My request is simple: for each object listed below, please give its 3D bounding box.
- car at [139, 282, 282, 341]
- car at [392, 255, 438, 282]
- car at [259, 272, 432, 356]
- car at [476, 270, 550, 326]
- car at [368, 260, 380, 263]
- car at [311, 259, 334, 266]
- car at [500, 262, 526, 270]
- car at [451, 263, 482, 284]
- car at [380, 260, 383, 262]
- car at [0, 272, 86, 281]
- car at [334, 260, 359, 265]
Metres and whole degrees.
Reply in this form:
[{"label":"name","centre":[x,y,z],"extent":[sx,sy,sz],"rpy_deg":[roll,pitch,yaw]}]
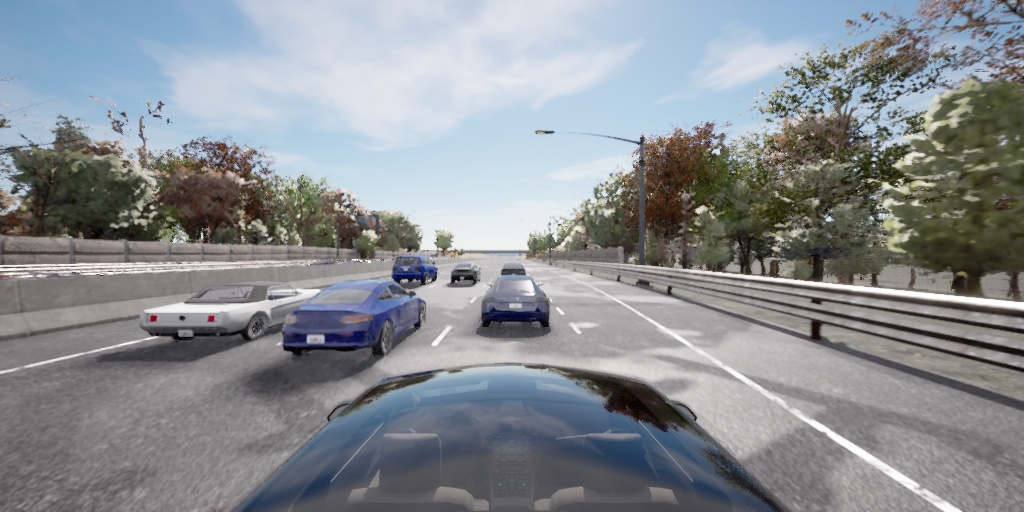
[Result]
[{"label":"car","centre":[-6.900,1.349,9.809],"extent":[1.895,1.301,4.718],"rpy_deg":[0,0,0]},{"label":"car","centre":[-6.902,0.972,25.939],"extent":[2.150,2.045,5.566],"rpy_deg":[0,0,0]},{"label":"car","centre":[-3.401,1.274,8.510],"extent":[1.812,1.442,4.674],"rpy_deg":[0,0,0]},{"label":"car","centre":[0.100,1.312,11.686],"extent":[1.994,1.385,4.181],"rpy_deg":[0,0,0]},{"label":"car","centre":[-21.042,1.323,55.383],"extent":[2.033,1.411,5.357],"rpy_deg":[0,0,1]},{"label":"car","centre":[-28.049,1.252,53.624],"extent":[1.882,1.535,5.008],"rpy_deg":[0,0,1]},{"label":"car","centre":[0.099,1.230,28.422],"extent":[1.882,1.535,5.008],"rpy_deg":[0,0,0]},{"label":"car","centre":[-3.401,1.256,26.914],"extent":[1.837,1.490,4.892],"rpy_deg":[0,0,0]},{"label":"car","centre":[-17.565,1.322,54.307],"extent":[2.033,1.411,5.357],"rpy_deg":[0,0,1]},{"label":"car","centre":[-17.599,1.312,13.370],"extent":[1.994,1.385,4.181],"rpy_deg":[0,0,0]},{"label":"car","centre":[-24.558,1.338,54.448],"extent":[1.994,1.385,4.181],"rpy_deg":[0,0,1]}]
